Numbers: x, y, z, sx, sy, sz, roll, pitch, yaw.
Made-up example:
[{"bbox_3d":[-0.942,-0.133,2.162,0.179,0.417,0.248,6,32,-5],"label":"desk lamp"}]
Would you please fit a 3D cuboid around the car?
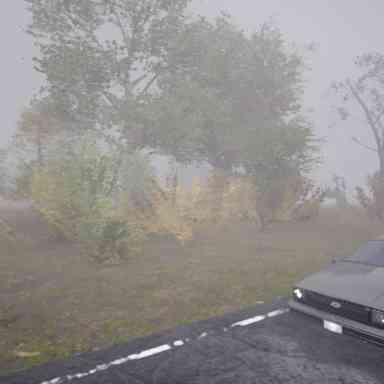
[{"bbox_3d":[4.209,1.566,6.336,5.357,1.411,2.033,0,0,-35],"label":"car"}]
